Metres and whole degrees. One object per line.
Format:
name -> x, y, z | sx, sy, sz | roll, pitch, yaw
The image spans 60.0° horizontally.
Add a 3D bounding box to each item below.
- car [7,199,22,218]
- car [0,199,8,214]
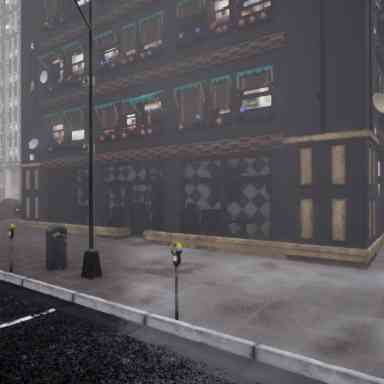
car -> -11.417, 1.282, 25.736 | 1.947, 1.339, 4.313 | 1, 1, 35
car -> -16.179, 1.308, 29.050 | 1.994, 1.385, 4.181 | 0, 1, 35
